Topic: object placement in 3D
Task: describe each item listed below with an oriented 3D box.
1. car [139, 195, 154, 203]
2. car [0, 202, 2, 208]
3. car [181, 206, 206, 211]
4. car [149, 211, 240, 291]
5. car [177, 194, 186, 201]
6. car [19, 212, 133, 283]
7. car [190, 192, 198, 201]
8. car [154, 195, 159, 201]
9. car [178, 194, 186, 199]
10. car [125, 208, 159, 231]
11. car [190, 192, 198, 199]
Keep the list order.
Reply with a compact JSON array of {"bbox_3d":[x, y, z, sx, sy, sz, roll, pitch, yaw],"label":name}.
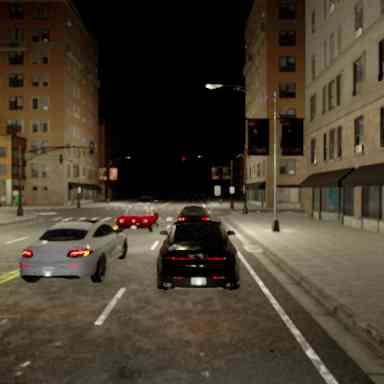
[{"bbox_3d":[-9.372,1.465,66.455,1.895,1.301,4.718,0,0,1],"label":"car"},{"bbox_3d":[-25.145,1.500,39.817,4.313,1.339,1.947,0,0,1],"label":"car"},{"bbox_3d":[0.107,1.490,18.668,1.812,1.442,4.674,0,0,0],"label":"car"},{"bbox_3d":[0.150,1.489,8.962,1.837,1.490,4.892,0,0,0],"label":"car"},{"bbox_3d":[-2.779,1.354,81.083,1.812,1.442,4.674,0,0,0],"label":"car"},{"bbox_3d":[-3.101,1.508,9.484,1.812,1.442,4.674,0,0,0],"label":"car"},{"bbox_3d":[0.469,1.331,80.647,1.837,1.490,4.892,0,0,0],"label":"car"},{"bbox_3d":[-9.273,1.355,82.001,2.033,1.411,5.357,0,0,0],"label":"car"},{"bbox_3d":[-2.721,1.232,91.086,1.994,1.385,4.181,0,0,0],"label":"car"},{"bbox_3d":[-3.038,1.563,19.664,1.895,1.301,4.718,0,0,0],"label":"car"},{"bbox_3d":[0.530,0.905,91.096,2.150,2.045,5.566,0,0,0],"label":"car"}]
